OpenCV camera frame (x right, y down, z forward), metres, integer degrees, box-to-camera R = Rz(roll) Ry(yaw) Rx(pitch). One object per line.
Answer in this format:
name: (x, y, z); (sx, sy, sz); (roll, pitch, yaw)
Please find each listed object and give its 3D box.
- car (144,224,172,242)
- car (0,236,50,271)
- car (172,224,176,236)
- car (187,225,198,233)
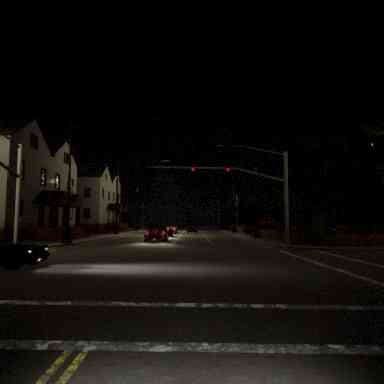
car: (-3.529, 4.074, 33.505); (2.097, 1.767, 4.553); (0, -5, 0)
car: (-8.498, 2.464, 13.785); (4.718, 1.301, 1.895); (1, -6, 1)
car: (-3.512, 5.176, 43.427); (1.994, 1.385, 4.181); (0, -5, 0)
car: (0.097, 6.471, 57.911); (2.033, 1.411, 5.357); (0, -5, 0)
